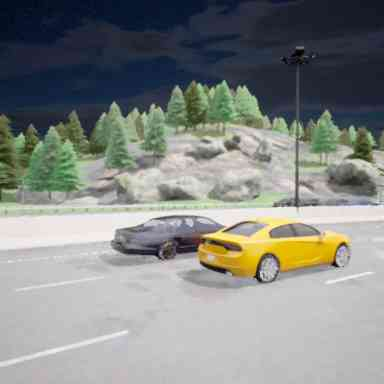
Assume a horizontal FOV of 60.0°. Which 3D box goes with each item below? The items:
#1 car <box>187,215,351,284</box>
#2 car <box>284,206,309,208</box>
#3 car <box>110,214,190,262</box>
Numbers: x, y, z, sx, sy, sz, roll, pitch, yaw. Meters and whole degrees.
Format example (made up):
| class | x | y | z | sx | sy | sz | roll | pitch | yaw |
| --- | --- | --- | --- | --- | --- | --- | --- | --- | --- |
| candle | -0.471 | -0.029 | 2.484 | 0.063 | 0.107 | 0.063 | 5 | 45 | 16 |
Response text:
| class | x | y | z | sx | sy | sz | roll | pitch | yaw |
| --- | --- | --- | --- | --- | --- | --- | --- | --- | --- |
| car | 2.539 | 1.469 | 9.588 | 5.008 | 1.535 | 1.882 | 0 | 0 | -33 |
| car | 14.044 | 1.491 | 40.345 | 4.892 | 1.490 | 1.837 | 1 | 0 | -26 |
| car | -0.155 | 1.524 | 12.035 | 5.357 | 1.411 | 2.033 | 0 | 0 | -33 |
